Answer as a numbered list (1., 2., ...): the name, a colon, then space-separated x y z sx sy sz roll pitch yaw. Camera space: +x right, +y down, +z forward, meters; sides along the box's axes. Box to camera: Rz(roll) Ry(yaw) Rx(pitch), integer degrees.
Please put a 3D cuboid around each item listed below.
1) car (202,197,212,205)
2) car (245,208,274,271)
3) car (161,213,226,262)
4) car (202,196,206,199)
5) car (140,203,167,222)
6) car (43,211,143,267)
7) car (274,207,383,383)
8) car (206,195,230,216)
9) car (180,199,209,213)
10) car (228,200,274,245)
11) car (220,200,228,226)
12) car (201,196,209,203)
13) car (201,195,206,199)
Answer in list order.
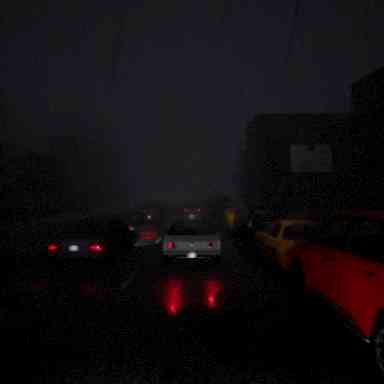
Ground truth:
1. car: 3.229 1.830 71.621 1.946 1.575 5.366 0 0 0
2. car: 3.226 1.531 10.846 1.946 1.575 5.366 0 0 0
3. car: 0.016 1.663 12.390 1.895 1.301 4.718 0 0 0
4. car: 3.231 1.779 54.766 2.163 1.488 4.792 0 0 0
5. car: -3.229 1.644 27.710 1.837 1.490 4.892 0 0 0
6. car: -3.241 1.606 11.652 2.033 1.411 5.357 0 0 0
7. car: 3.226 1.255 5.165 2.435 2.045 5.566 0 0 0
8. car: 3.227 1.417 38.190 2.435 2.045 5.566 0 0 0
9. car: 0.021 1.630 27.718 2.128 1.511 4.902 0 0 0
10. car: 3.226 1.435 16.155 2.185 1.767 4.553 0 0 0
11. car: 3.226 1.585 21.896 1.946 1.575 5.366 0 0 0
12. car: 3.239 1.887 82.669 1.946 1.575 5.366 0 0 0
13. car: 3.225 1.553 65.814 2.435 2.045 5.566 0 0 0
